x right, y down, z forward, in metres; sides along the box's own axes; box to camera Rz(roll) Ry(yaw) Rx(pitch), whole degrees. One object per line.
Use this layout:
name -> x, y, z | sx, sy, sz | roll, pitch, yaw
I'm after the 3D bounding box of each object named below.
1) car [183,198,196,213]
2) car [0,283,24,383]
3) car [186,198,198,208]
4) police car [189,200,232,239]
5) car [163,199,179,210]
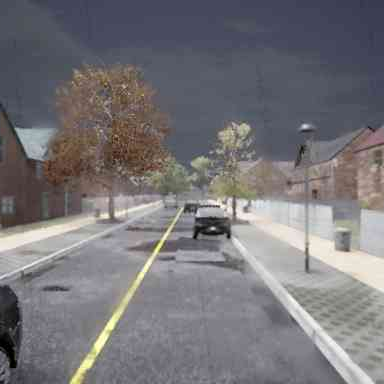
car -> 0.037, 1.584, 38.590 | 1.882, 1.535, 5.008 | 0, 0, 1
car -> -2.850, 1.496, 1.860 | 2.128, 1.511, 4.902 | 0, 0, 0
car -> 0.010, 1.672, 51.234 | 1.812, 1.442, 4.674 | 0, 0, 0
police car -> 0.964, 1.472, 17.805 | 1.930, 1.638, 5.238 | 0, 0, 0
car -> -2.824, 1.653, 45.364 | 1.812, 1.442, 4.674 | 0, 0, 0
